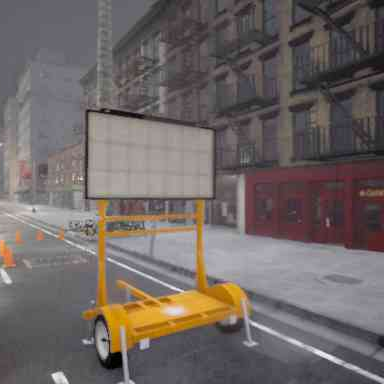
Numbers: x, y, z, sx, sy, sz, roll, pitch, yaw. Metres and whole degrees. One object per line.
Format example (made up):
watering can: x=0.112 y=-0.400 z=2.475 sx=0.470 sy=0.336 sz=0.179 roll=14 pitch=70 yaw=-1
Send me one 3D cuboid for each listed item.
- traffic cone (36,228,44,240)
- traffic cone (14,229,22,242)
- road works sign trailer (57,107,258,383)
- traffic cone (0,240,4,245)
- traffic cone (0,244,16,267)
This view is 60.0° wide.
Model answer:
traffic cone: x=-7.596 y=2.109 z=16.666 sx=0.340 sy=0.580 sz=0.340 roll=1 pitch=-1 yaw=-35
traffic cone: x=-8.419 y=2.097 z=16.097 sx=0.340 sy=0.580 sz=0.340 roll=1 pitch=-1 yaw=-35
road works sign trailer: x=-0.703 y=0.532 z=5.639 sx=2.380 sy=3.560 sz=2.880 roll=1 pitch=-1 yaw=-35
traffic cone: x=-6.966 y=2.061 z=12.238 sx=0.340 sy=0.580 sz=0.340 roll=1 pitch=-1 yaw=-35
traffic cone: x=-5.829 y=2.049 z=10.593 sx=0.340 sy=0.580 sz=0.340 roll=1 pitch=-1 yaw=-35
